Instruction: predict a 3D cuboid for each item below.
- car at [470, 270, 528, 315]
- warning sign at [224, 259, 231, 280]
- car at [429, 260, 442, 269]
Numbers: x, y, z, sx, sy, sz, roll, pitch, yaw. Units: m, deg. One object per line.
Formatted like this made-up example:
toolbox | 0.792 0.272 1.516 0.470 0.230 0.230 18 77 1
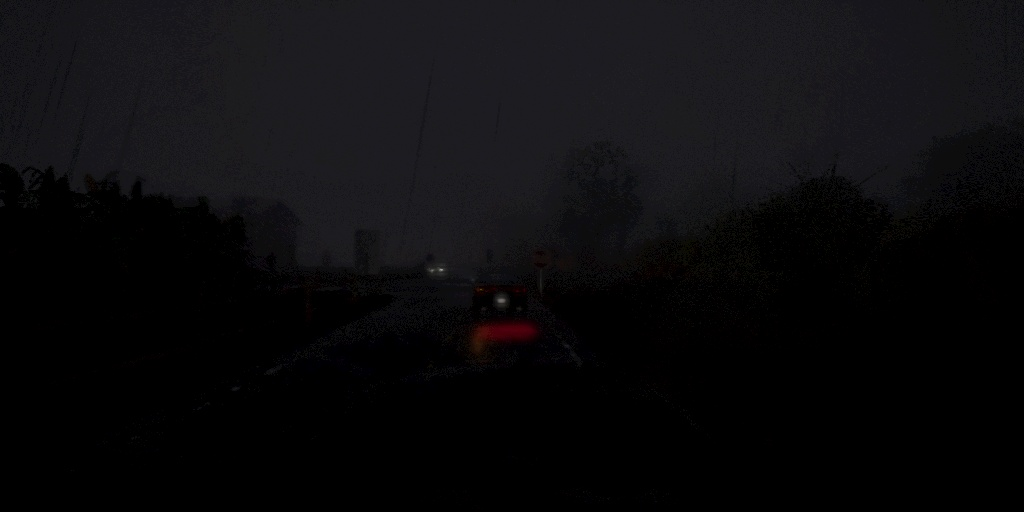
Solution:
car | -0.563 1.277 13.857 1.882 1.535 5.008 0 0 -6
warning sign | -22.643 1.013 28.939 1.060 1.860 1.300 0 0 -3
car | -13.234 1.475 62.085 1.882 1.535 5.008 0 0 -18
